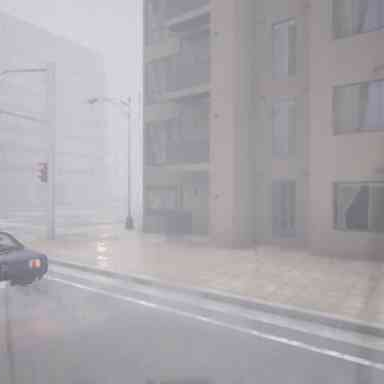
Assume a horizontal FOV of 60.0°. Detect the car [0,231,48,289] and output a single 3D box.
[{"bbox_3d":[-5.556,1.590,8.143,4.718,1.301,1.895,0,0,38],"label":"car"}]
